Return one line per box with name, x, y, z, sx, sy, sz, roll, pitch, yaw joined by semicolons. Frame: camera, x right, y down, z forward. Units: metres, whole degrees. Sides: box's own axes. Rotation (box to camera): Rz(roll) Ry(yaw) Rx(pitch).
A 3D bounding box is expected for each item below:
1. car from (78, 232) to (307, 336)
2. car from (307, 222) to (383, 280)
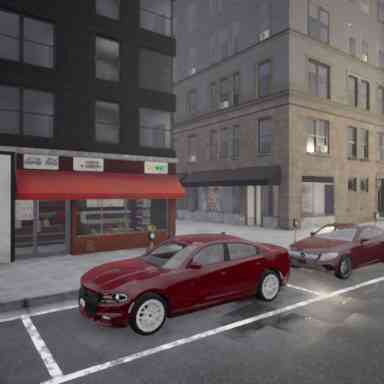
car;0.059;1.543;6.687;4.507;1.381;1.887;0;0;-35
car;4.579;1.574;9.909;4.206;1.307;1.802;0;0;-35
